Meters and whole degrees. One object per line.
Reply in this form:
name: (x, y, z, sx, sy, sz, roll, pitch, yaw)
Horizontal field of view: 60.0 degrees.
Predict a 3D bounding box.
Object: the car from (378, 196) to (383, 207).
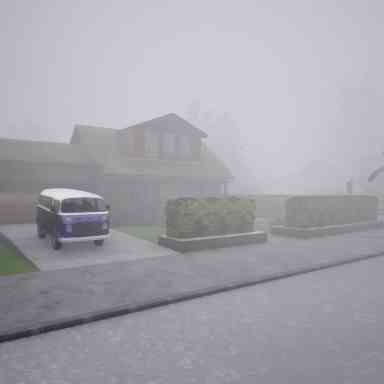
car: (24.583, 0.986, 41.404, 3.866, 1.878, 1.905, 0, 0, -1)
